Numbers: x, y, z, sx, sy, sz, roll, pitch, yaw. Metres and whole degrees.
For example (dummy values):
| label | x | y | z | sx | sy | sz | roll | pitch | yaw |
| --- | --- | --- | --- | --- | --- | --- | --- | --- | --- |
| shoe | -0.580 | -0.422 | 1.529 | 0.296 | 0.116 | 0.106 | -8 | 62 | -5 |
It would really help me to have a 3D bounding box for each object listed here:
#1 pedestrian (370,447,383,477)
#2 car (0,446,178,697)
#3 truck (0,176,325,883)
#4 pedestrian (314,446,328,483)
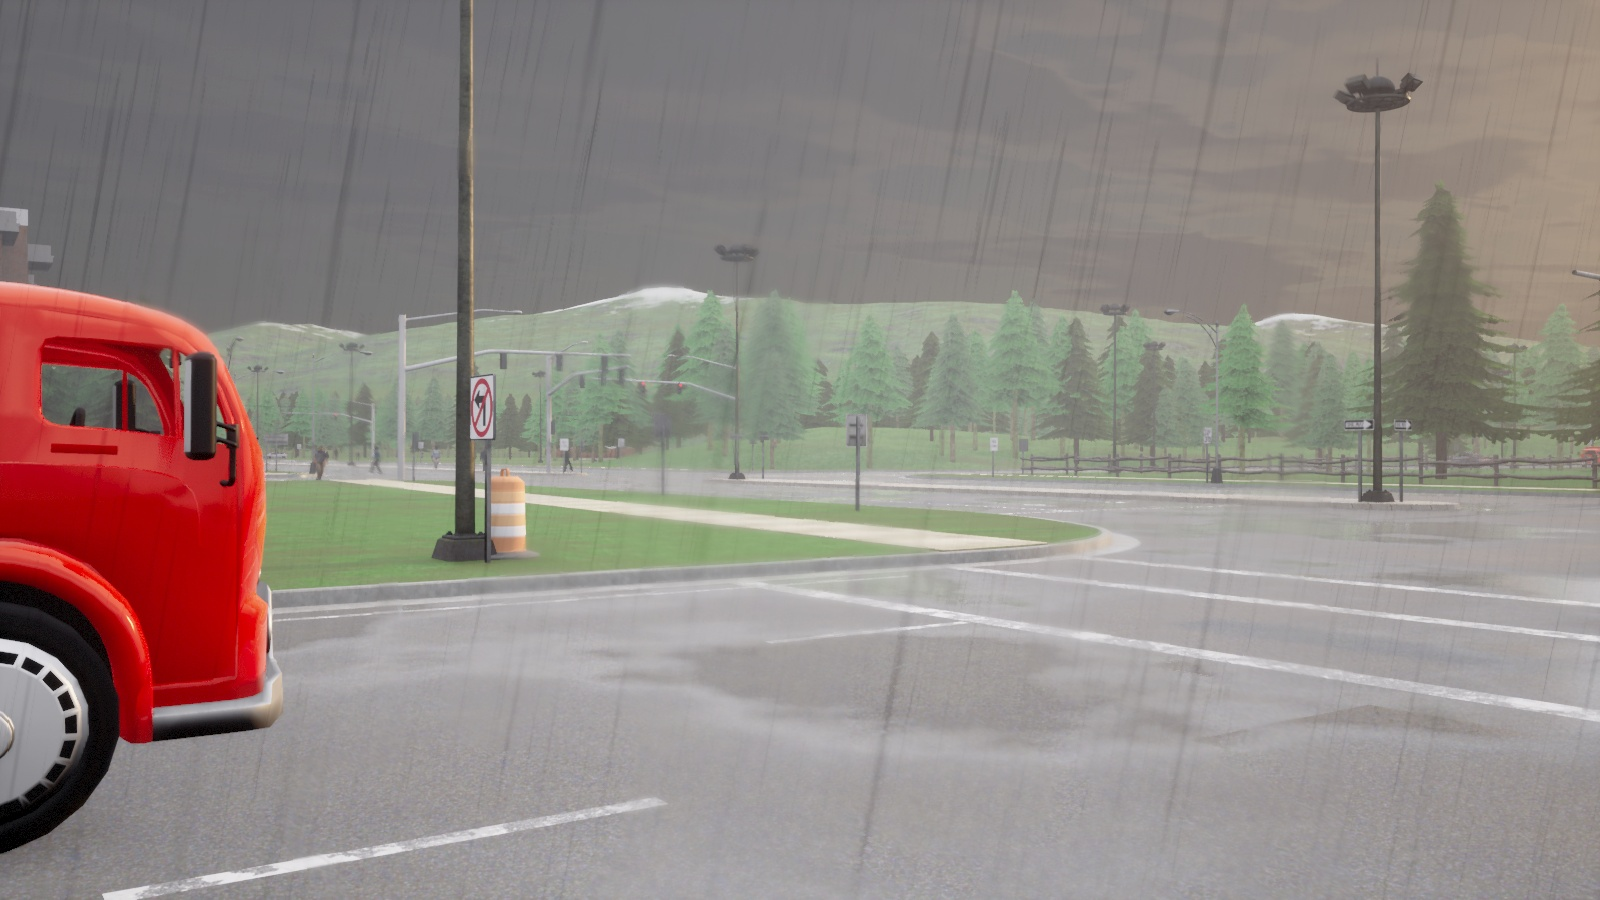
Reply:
| label | x | y | z | sx | sy | sz | roll | pitch | yaw |
| --- | --- | --- | --- | --- | --- | --- | --- | --- | --- |
| pedestrian | -27.306 | 0.790 | 80.959 | 0.692 | 1.930 | 0.396 | 0 | 0 | -34 |
| car | -6.631 | 0.734 | 7.573 | 4.902 | 1.511 | 2.128 | 0 | 0 | -35 |
| truck | -4.783 | 0.276 | 4.595 | 5.204 | 2.467 | 2.627 | 0 | 0 | -35 |
| pedestrian | -24.366 | 0.748 | 63.846 | 0.540 | 1.848 | 0.694 | 0 | 0 | -32 |
